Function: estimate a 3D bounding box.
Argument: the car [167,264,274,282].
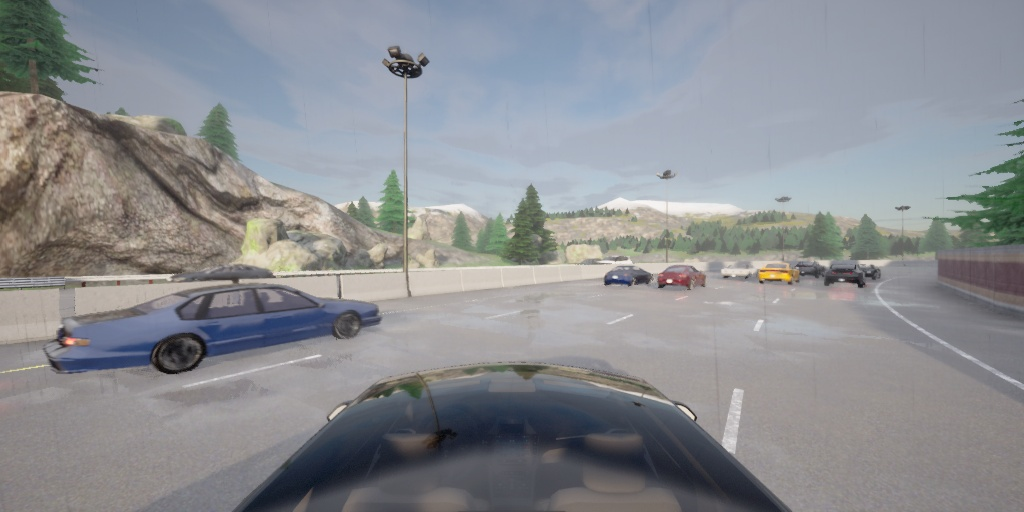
[{"bbox_3d":[-17.299,1.241,21.512,2.128,1.511,4.902,0,0,36],"label":"car"}]

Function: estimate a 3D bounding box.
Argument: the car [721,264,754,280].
[{"bbox_3d":[20.345,1.351,31.713,4.718,1.301,1.895,0,0,-42],"label":"car"}]

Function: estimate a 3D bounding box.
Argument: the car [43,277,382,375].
[{"bbox_3d":[-5.564,1.297,7.644,2.033,1.411,5.357,0,0,35],"label":"car"}]

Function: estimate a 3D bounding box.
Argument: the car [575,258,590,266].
[{"bbox_3d":[10.061,1.101,46.228,4.553,1.767,2.097,0,0,-41],"label":"car"}]

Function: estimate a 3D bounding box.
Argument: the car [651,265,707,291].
[{"bbox_3d":[10.554,1.276,22.169,1.812,1.442,4.674,0,0,42],"label":"car"}]

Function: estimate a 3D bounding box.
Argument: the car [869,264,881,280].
[{"bbox_3d":[30.379,1.351,31.004,4.718,1.301,1.895,0,0,-39],"label":"car"}]

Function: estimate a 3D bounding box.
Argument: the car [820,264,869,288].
[{"bbox_3d":[22.454,1.255,24.155,4.892,1.490,1.837,0,0,-43],"label":"car"}]

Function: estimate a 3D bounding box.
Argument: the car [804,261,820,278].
[{"bbox_3d":[27.621,1.241,33.254,4.902,1.511,2.128,0,0,-39],"label":"car"}]

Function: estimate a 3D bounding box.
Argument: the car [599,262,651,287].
[{"bbox_3d":[7.988,1.314,24.489,1.994,1.385,4.181,0,0,43],"label":"car"}]

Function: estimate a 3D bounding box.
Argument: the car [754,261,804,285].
[{"bbox_3d":[19.697,1.228,26.361,5.008,1.535,1.882,0,0,-44],"label":"car"}]

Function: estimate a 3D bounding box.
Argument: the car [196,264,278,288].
[{"bbox_3d":[-19.059,1.314,24.999,1.994,1.385,4.181,0,0,37],"label":"car"}]

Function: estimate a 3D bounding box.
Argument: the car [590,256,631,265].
[{"bbox_3d":[12.359,0.975,43.598,5.566,2.045,2.150,1,0,-41],"label":"car"}]
